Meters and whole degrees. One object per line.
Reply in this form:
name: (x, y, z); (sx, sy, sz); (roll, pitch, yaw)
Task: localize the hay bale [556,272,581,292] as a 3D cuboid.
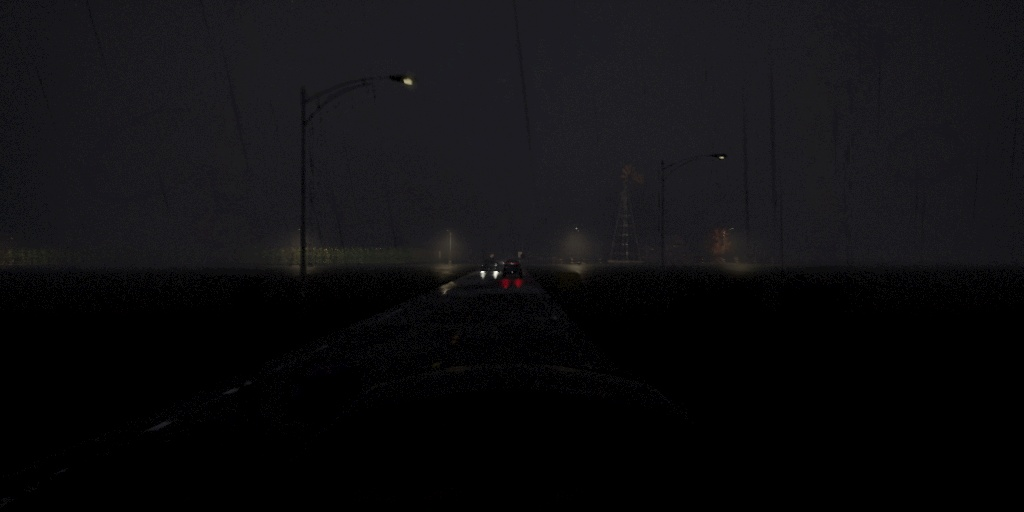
hay bale: (3.125, 1.390, 19.907); (1.220, 1.180, 1.240); (0, 0, 0)

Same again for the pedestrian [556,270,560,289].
pedestrian: (2.781, 1.404, 20.995); (0.500, 1.100, 0.500); (-1, 1, 0)

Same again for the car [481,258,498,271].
car: (-2.830, 1.047, 46.613); (2.097, 1.767, 4.553); (0, 0, 0)

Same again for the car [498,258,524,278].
car: (0.055, 1.208, 33.845); (2.128, 1.511, 4.902); (0, 0, 1)
